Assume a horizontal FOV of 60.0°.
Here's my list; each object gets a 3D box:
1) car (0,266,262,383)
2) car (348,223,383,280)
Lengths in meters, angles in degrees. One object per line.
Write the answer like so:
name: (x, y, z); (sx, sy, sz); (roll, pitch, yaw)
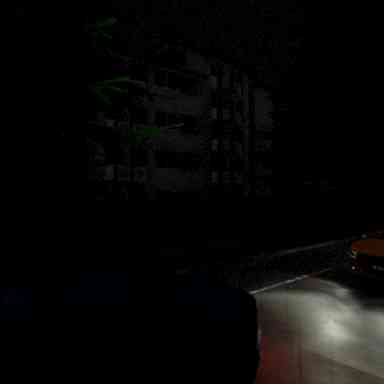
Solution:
car: (-1.476, 1.526, 2.861); (5.008, 1.535, 1.882); (0, -1, -41)
car: (6.288, 1.530, 9.509); (5.008, 1.535, 1.882); (0, -1, -41)
